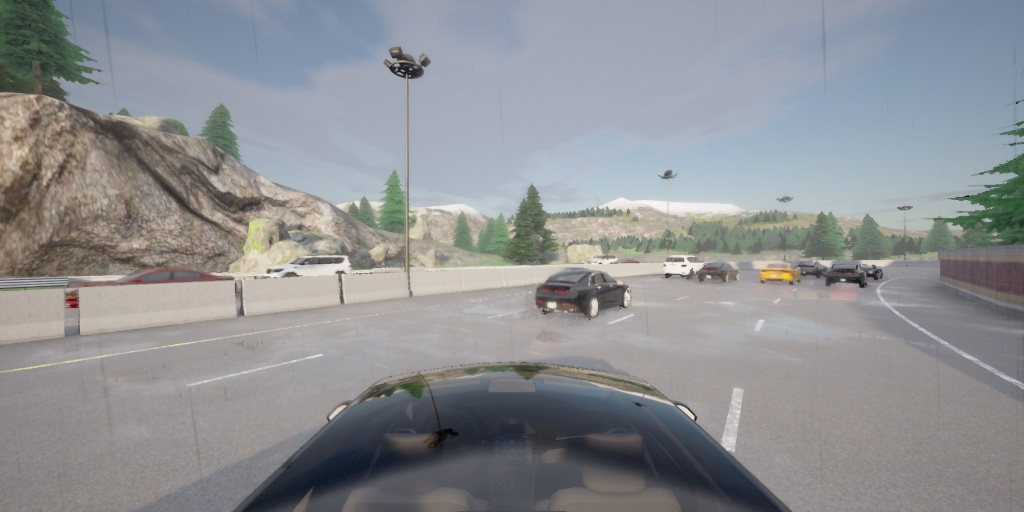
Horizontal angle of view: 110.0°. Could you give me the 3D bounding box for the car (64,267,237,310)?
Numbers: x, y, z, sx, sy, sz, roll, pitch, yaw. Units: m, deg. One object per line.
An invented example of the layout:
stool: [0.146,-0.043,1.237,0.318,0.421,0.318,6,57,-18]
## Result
car: [-13.958,1.227,14.112,1.882,1.535,5.008,0,0,35]

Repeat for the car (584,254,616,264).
car: [11.974,0.781,47.751,5.566,2.045,2.150,0,0,-40]

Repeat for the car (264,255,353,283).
car: [-14.277,0.971,25.584,2.150,2.045,5.566,0,0,38]

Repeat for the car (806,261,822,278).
car: [27.713,1.241,33.200,4.902,1.511,2.128,0,0,-39]

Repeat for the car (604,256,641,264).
car: [14.236,1.034,45.080,5.008,1.535,1.882,0,0,-40]

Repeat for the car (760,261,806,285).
car: [19.769,1.228,26.330,5.008,1.535,1.882,0,0,-44]

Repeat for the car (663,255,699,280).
car: [15.529,0.971,32.002,5.566,2.045,2.150,0,0,-43]

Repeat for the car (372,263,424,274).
car: [-11.059,1.351,34.987,1.895,1.301,4.718,0,0,41]

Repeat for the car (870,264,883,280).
car: [30.428,1.351,30.912,4.718,1.301,1.895,0,0,-39]

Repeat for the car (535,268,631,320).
car: [2.699,1.255,12.876,1.837,1.490,4.892,0,0,38]

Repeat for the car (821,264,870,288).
car: [22.485,1.255,24.084,4.892,1.490,1.837,0,0,-43]

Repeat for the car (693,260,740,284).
car: [15.933,1.254,27.550,4.892,1.490,1.837,0,0,-45]
